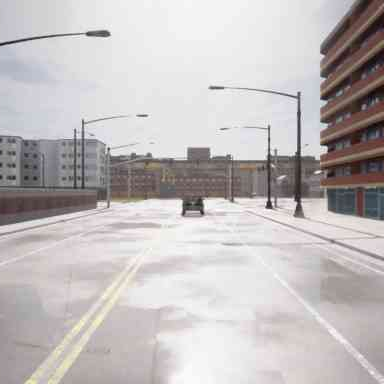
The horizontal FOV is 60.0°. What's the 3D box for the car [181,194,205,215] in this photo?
[{"bbox_3d":[0.103,1.227,34.066,2.150,2.045,5.566,0,0,0],"label":"car"}]
